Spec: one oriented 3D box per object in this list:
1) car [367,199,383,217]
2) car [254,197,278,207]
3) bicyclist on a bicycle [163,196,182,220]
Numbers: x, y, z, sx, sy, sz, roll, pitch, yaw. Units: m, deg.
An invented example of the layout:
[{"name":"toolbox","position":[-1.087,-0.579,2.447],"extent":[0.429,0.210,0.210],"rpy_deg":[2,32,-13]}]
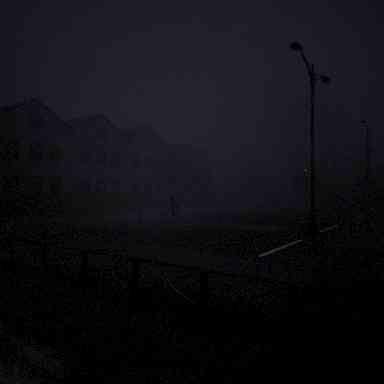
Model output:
[{"name":"car","position":[15.442,1.298,26.798],"extent":[2.007,1.523,4.514],"rpy_deg":[0,0,35]},{"name":"car","position":[10.440,1.356,46.668],"extent":[2.033,1.411,5.357],"rpy_deg":[0,0,32]},{"name":"bicyclist on a bicycle","position":[-1.376,1.109,23.031],"extent":[1.656,1.620,0.582],"rpy_deg":[0,0,35]}]
